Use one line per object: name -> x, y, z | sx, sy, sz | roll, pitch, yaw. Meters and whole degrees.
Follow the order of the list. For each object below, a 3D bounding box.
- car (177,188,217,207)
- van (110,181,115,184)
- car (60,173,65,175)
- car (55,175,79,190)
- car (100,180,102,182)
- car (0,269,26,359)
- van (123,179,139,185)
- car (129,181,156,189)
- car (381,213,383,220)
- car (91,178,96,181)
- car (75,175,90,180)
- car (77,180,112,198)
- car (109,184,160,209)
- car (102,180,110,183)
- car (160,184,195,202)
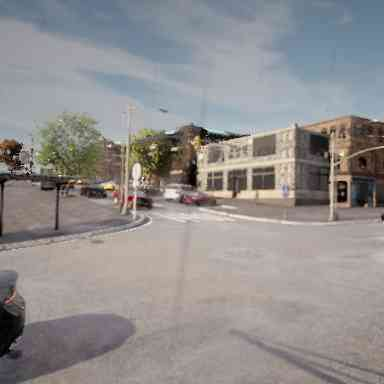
car -> 0.908, 0.730, 35.287 | 2.002, 1.452, 4.674 | 6, 2, 35
van -> -9.561, -0.895, 49.955 | 1.878, 1.987, 4.442 | 7, 2, 35
car -> -27.092, -3.033, 74.473 | 2.435, 2.045, 5.566 | 0, -3, 34
car -> -17.693, -1.131, 46.022 | 1.882, 1.535, 5.008 | 3, 4, -36
car -> -12.993, -1.080, 54.993 | 2.002, 1.452, 4.674 | 6, 2, 35
car -> -4.427, 1.523, 3.380 | 4.892, 1.490, 1.837 | 0, 0, -34
van -> -7.819, -0.668, 47.488 | 1.878, 1.987, 4.442 | 6, 2, 35
car -> -6.046, -0.214, 45.127 | 2.231, 1.521, 4.892 | 6, 2, 35
car -> 18.101, 1.768, 27.053 | 4.792, 1.488, 2.163 | -2, -2, 39
car -> -14.749, -1.308, 57.451 | 2.002, 1.452, 4.674 | 6, 2, 34
car -> -19.894, -2.026, 64.948 | 1.946, 1.575, 5.366 | 6, 2, 34
car -> -10.777, -0.152, 36.409 | 1.994, 1.385, 4.181 | 3, 3, -36
car -> -5.016, 0.507, 28.383 | 1.882, 1.535, 5.008 | 3, 3, -35
car -> -11.149, -0.892, 52.679 | 1.946, 1.575, 5.366 | 6, 2, 35
car -> -0.796, 0.214, 37.760 | 2.435, 2.045, 5.566 | 6, 2, 35
